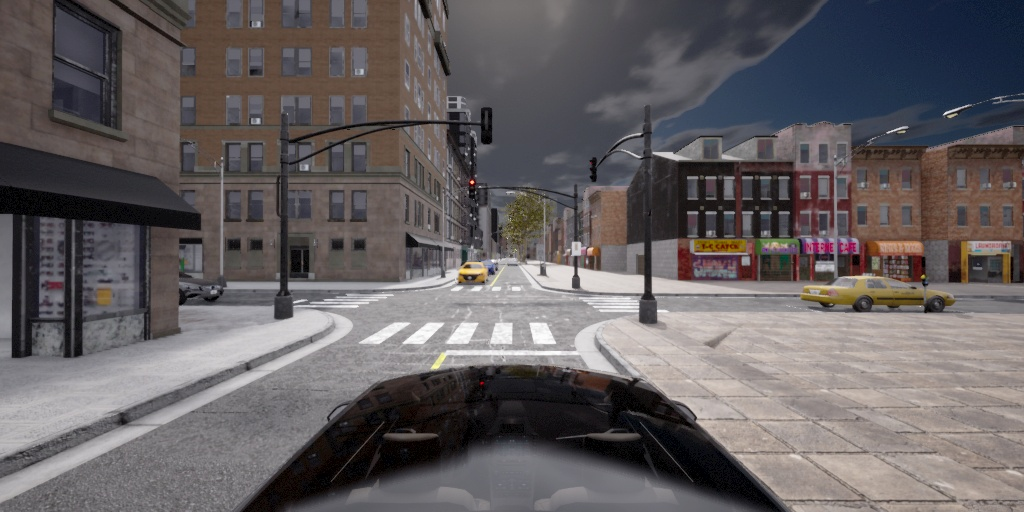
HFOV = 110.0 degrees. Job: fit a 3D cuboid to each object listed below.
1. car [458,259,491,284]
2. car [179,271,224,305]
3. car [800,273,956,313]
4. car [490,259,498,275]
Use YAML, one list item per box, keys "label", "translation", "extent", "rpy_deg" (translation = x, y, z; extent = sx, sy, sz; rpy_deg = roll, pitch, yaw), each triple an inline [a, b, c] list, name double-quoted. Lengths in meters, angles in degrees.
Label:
- label: "car"
  translation: [-2.850, 1.216, 26.758]
  extent: [1.882, 1.535, 5.008]
  rpy_deg: [0, 0, 0]
- label: "car"
  translation: [-14.412, 1.195, 14.520]
  extent: [4.674, 1.442, 1.812]
  rpy_deg: [0, 0, 0]
- label: "car"
  translation: [13.881, 1.346, 13.694]
  extent: [4.829, 1.417, 1.751]
  rpy_deg: [0, 0, 0]
- label: "car"
  translation: [-2.859, 1.208, 39.110]
  extent: [1.882, 1.535, 5.008]
  rpy_deg: [0, 0, 0]
